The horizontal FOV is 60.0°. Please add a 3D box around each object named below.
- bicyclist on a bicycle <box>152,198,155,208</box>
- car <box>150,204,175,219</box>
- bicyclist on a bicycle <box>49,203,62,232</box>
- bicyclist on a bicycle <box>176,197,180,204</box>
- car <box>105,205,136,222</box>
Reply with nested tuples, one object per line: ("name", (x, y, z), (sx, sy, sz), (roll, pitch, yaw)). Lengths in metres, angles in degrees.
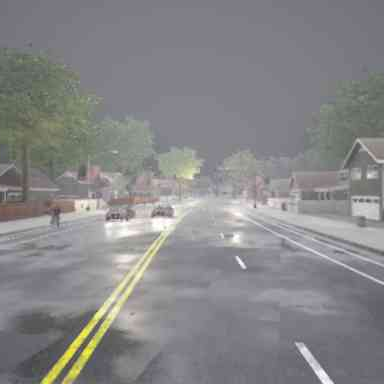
("bicyclist on a bicycle", (-6.656, 1.853, 57.274), (0.659, 1.776, 1.843), (0, 0, 5))
("car", (-2.849, 1.862, 32.908), (1.994, 1.385, 4.181), (0, -1, 3))
("bicyclist on a bicycle", (-8.625, 1.573, 21.003), (0.659, 1.776, 1.843), (0, -1, 1))
("bicyclist on a bicycle", (-3.241, 2.007, 79.238), (0.866, 1.612, 1.509), (0, 0, 6))
("car", (-6.244, 1.834, 29.437), (1.994, 1.385, 4.181), (0, -1, 2))
